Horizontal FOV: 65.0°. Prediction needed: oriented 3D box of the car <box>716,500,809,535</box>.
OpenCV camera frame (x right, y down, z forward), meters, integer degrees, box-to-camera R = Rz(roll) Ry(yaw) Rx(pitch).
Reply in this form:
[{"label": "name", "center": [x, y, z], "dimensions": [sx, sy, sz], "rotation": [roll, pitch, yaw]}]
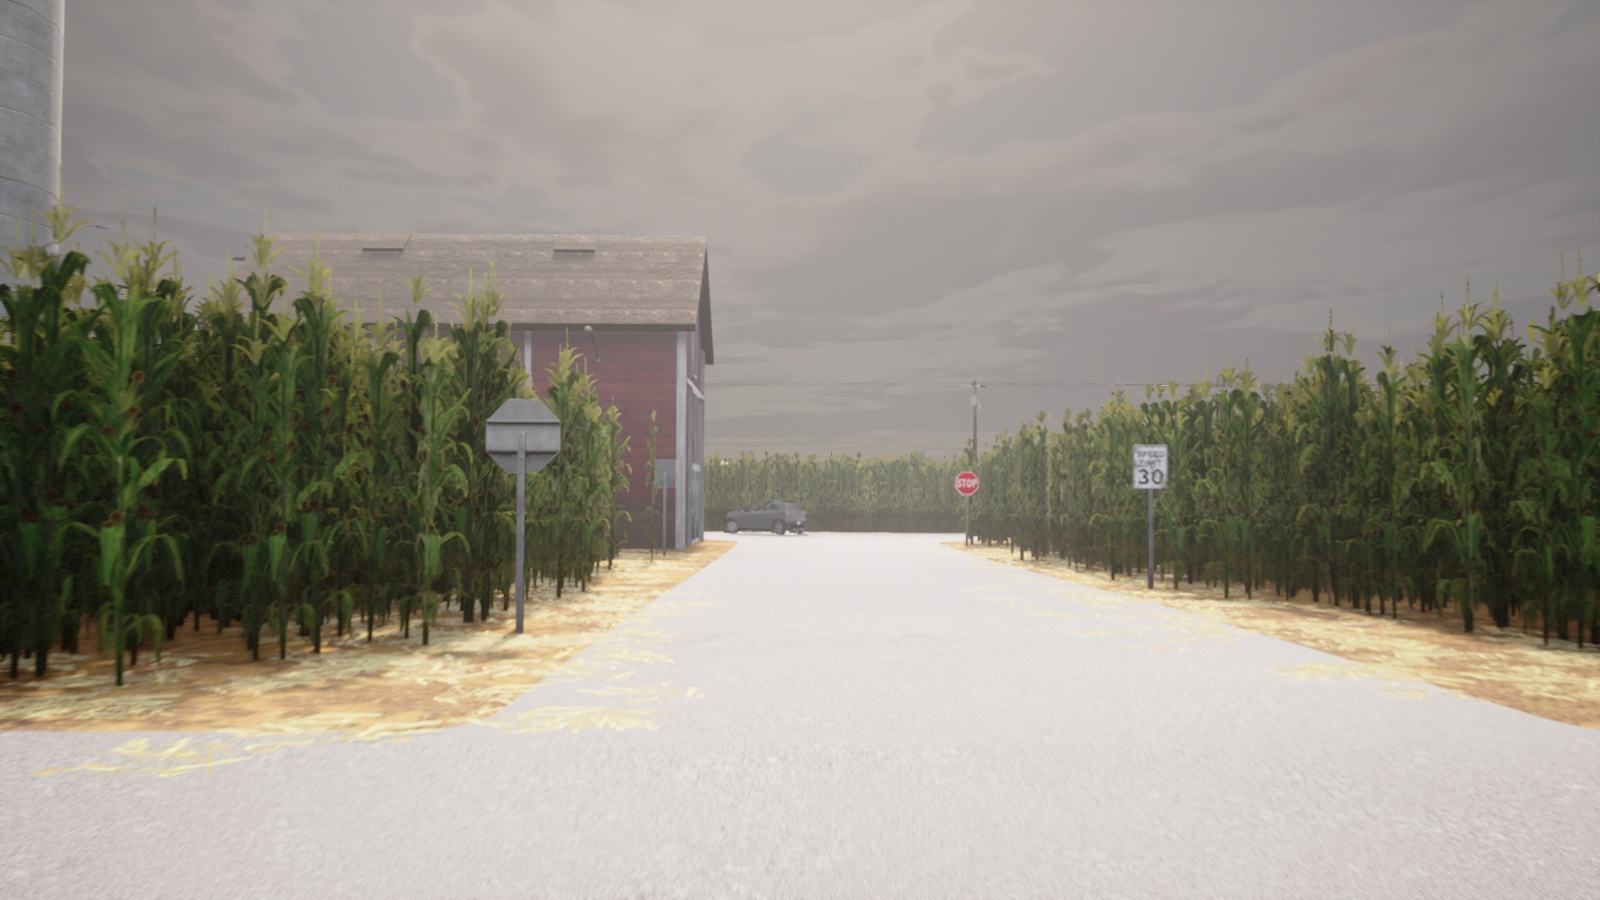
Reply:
[{"label": "car", "center": [-1.640, 2.934, 54.983], "dimensions": [3.633, 1.501, 1.845], "rotation": [-1, -3, 32]}]
